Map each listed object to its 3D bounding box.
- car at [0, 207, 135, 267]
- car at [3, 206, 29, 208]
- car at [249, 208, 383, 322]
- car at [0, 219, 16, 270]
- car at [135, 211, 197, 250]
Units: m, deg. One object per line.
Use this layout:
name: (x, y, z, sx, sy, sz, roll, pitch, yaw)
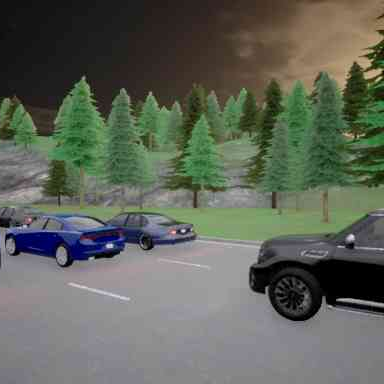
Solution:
car: (-4.499, 1.478, 11.474, 5.008, 1.535, 1.882, 0, 0, 36)
car: (-10.605, 1.547, 20.066, 5.357, 1.411, 2.033, 0, 0, 35)
car: (3.773, 1.219, 5.602, 5.566, 2.045, 2.150, 0, 0, 35)
car: (-6.951, 1.505, 8.925, 4.892, 1.490, 1.837, 0, 0, 36)
car: (-2.377, 1.547, 14.261, 5.357, 1.411, 2.033, 0, 0, 35)
